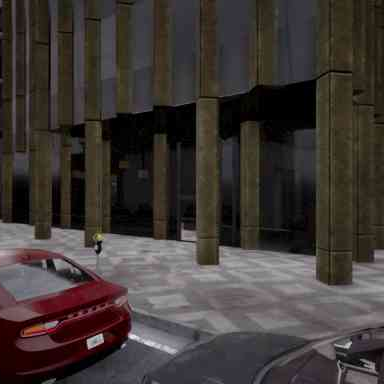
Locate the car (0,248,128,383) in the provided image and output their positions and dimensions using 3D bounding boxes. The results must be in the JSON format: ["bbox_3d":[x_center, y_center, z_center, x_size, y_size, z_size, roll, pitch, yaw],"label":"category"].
[{"bbox_3d":[-2.898,1.544,5.051,4.507,1.381,1.887,0,0,36],"label":"car"}]

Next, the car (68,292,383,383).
[{"bbox_3d":[1.517,1.551,1.876,4.403,1.369,2.008,0,0,36],"label":"car"}]
